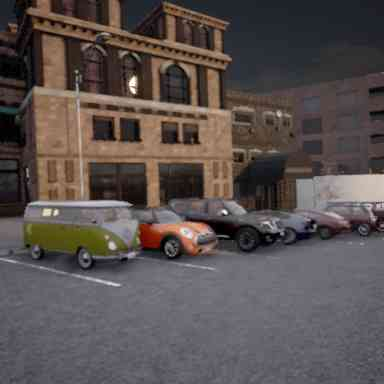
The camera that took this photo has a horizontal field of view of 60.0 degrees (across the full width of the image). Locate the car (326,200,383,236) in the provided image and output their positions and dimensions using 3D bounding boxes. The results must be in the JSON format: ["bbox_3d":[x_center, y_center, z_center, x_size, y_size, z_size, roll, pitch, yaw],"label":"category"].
[{"bbox_3d":[8.501,1.539,19.668,4.553,1.767,2.185,-1,-1,34],"label":"car"}]

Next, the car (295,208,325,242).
[{"bbox_3d":[3.595,1.607,16.201,4.792,1.488,2.163,-1,-1,34],"label":"car"}]

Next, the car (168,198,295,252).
[{"bbox_3d":[1.218,1.292,14.437,5.566,2.045,2.435,-1,-1,34],"label":"car"}]

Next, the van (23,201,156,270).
[{"bbox_3d":[-3.574,1.269,10.887,4.442,1.987,1.878,-1,0,34],"label":"van"}]

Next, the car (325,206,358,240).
[{"bbox_3d":[6.052,1.657,17.931,4.674,1.452,2.002,-1,-1,34],"label":"car"}]

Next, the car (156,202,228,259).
[{"bbox_3d":[-1.266,1.389,12.716,4.553,1.767,2.185,-1,-1,34],"label":"car"}]
